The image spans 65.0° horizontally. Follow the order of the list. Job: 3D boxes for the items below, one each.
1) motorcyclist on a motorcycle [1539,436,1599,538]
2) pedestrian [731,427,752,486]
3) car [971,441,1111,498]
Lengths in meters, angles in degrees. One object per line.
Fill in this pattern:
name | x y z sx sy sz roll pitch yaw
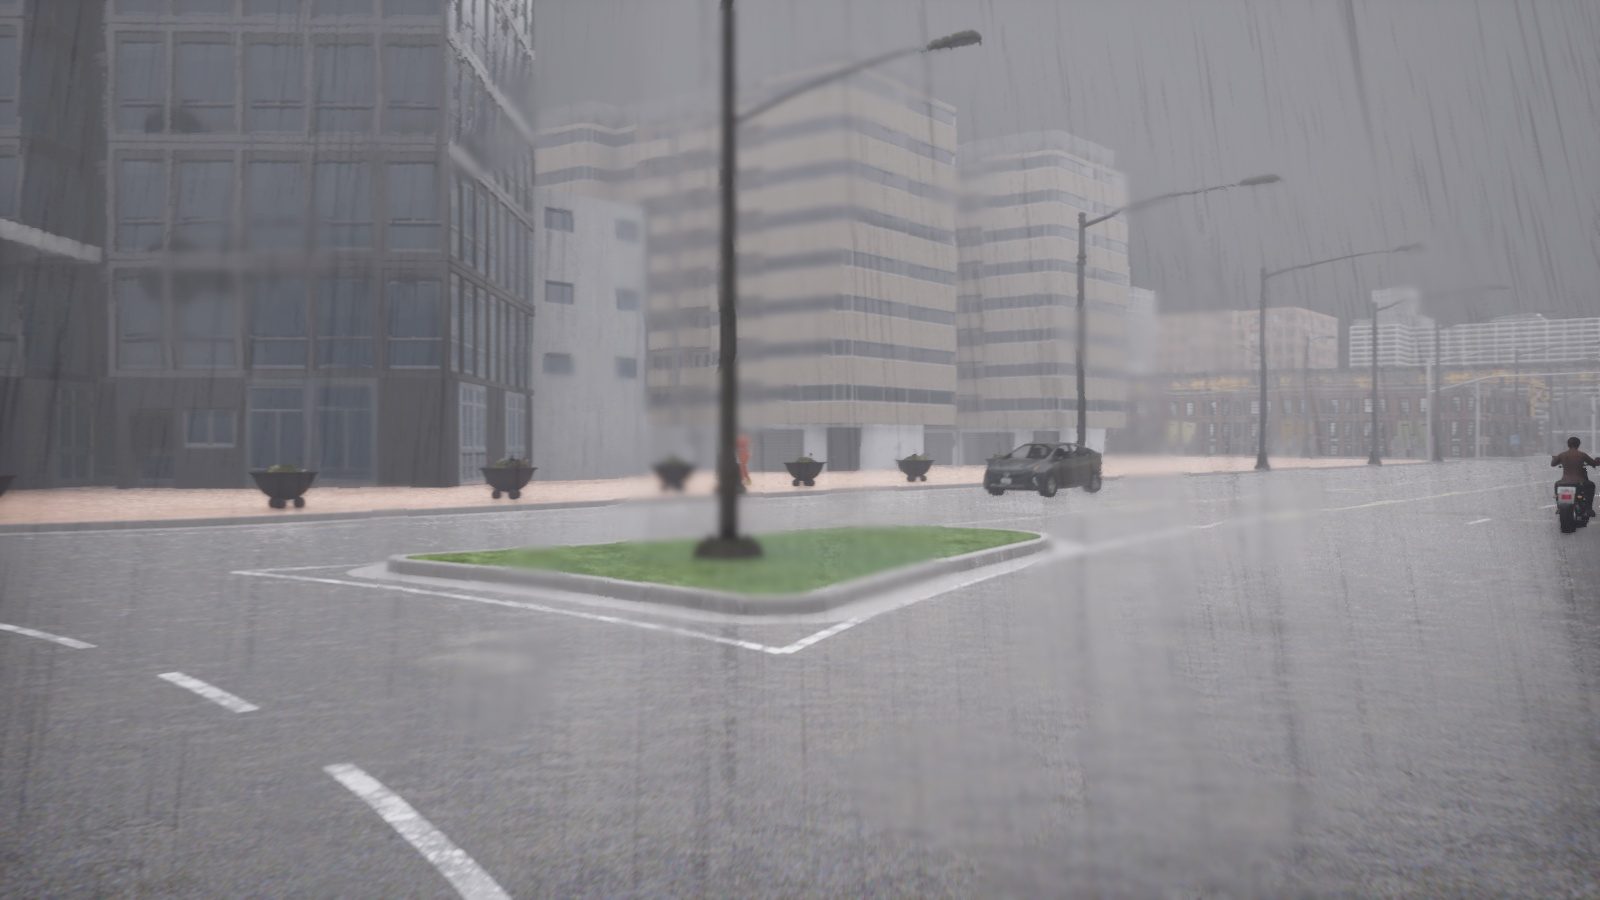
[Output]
motorcyclist on a motorcycle | 13.342 0.603 21.624 0.766 1.649 2.350 1 0 38
pedestrian | -1.844 0.206 39.364 0.345 1.836 0.594 0 0 42
car | 6.939 0.505 35.884 2.007 1.525 4.514 0 0 39
